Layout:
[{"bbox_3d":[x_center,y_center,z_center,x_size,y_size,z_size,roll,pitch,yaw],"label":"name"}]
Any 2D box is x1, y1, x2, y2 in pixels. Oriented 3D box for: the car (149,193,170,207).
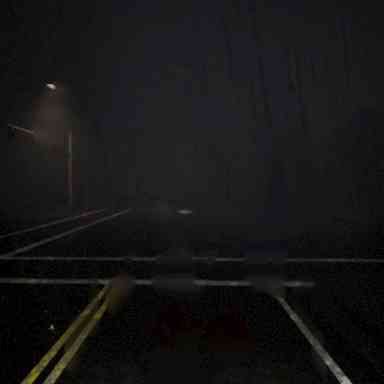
[{"bbox_3d":[-3.543,0.881,37.067,2.128,1.511,4.902,0,2,2],"label":"car"}]
